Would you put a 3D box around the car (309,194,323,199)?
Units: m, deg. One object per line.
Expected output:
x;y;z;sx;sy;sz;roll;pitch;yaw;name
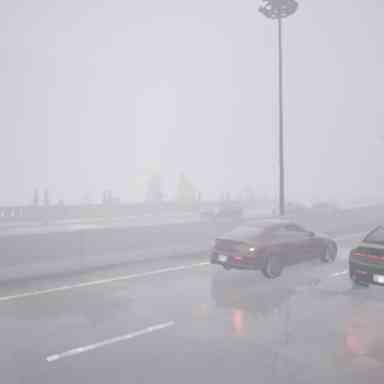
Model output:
23.866;1.475;63.950;2.150;2.045;5.566;-1;0;19;car

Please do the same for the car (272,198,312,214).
9.259;1.641;31.311;2.128;1.511;4.902;-1;-1;41;car

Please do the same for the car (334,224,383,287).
5.720;1.516;8.305;4.892;1.490;1.837;0;0;-39;car

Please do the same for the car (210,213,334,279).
2.614;1.582;10.274;4.674;1.442;1.812;0;0;-39;car

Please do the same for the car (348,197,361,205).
31.288;1.701;64.255;2.033;1.411;5.357;-1;0;19;car

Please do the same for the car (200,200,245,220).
2.738;1.550;29.418;2.097;1.767;4.553;-1;-1;44;car

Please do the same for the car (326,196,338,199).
28.646;1.514;67.919;2.097;1.767;4.553;-1;0;16;car

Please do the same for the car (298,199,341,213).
11.039;1.613;28.052;1.837;1.490;4.892;-1;0;41;car
